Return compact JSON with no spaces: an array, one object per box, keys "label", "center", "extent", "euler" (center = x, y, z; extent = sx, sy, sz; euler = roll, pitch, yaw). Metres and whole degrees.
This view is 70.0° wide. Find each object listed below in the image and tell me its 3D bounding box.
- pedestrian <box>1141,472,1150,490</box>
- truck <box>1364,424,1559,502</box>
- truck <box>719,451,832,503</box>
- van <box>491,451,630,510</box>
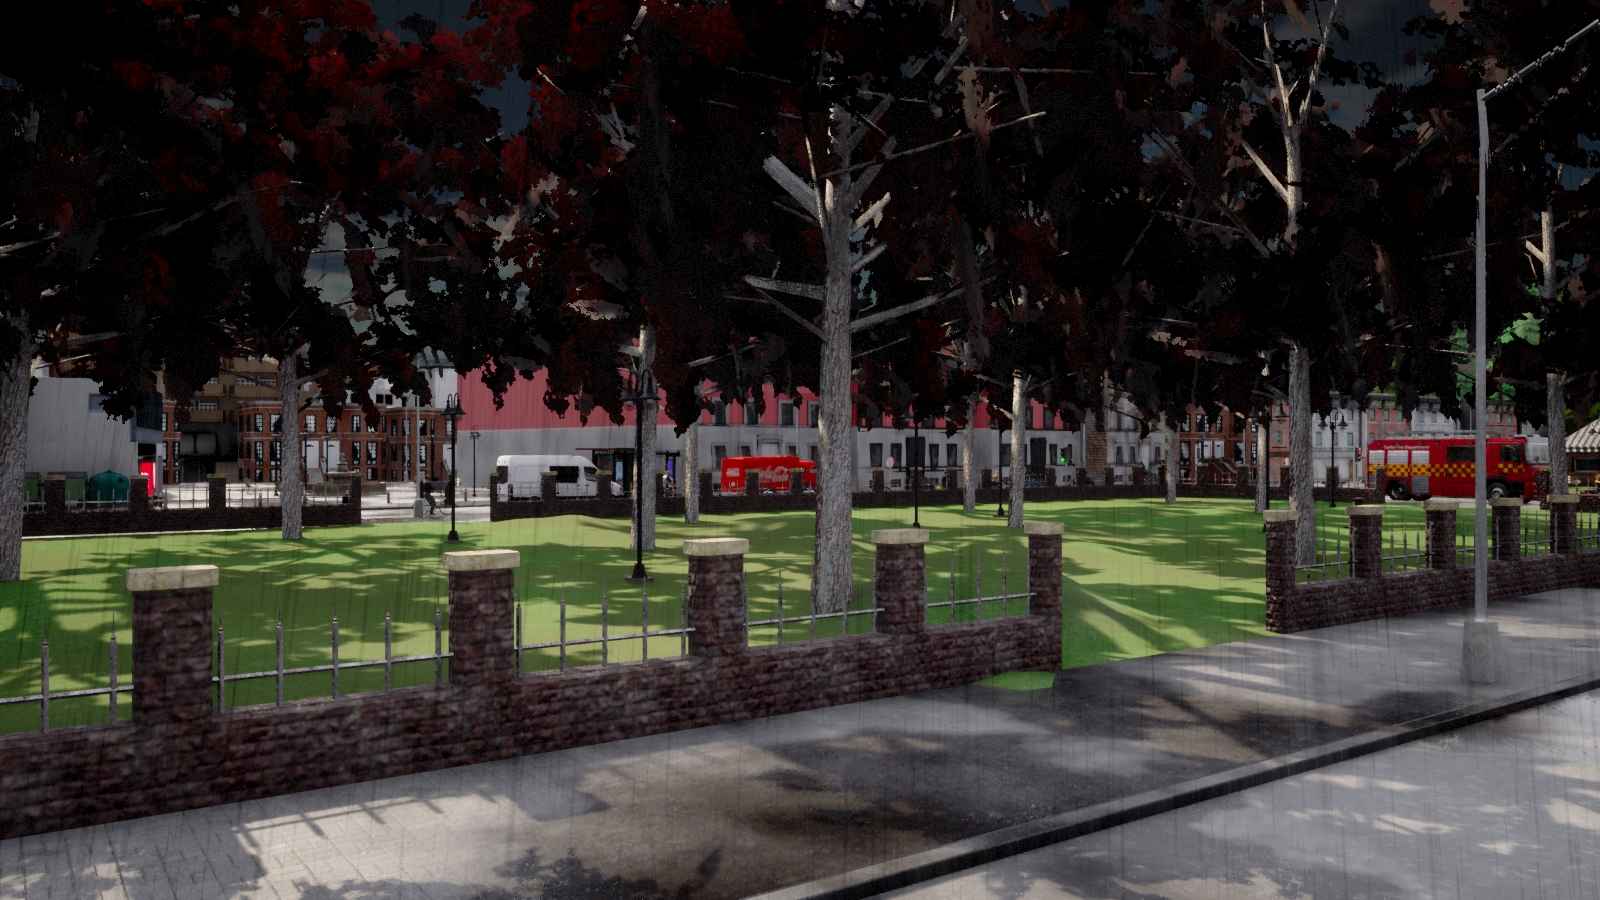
[{"label":"pedestrian","center":[21.029,1.883,69.478],"extent":[0.500,1.100,0.500],"euler":[0,0,17]},{"label":"truck","center":[34.631,0.645,60.204],"extent":[2.891,3.827,8.468],"euler":[0,0,-34]},{"label":"truck","center":[-1.234,1.348,58.833],"extent":[5.204,2.467,2.627],"euler":[-1,1,-35]},{"label":"van","center":[-10.854,1.306,52.106],"extent":[5.915,2.561,1.988],"euler":[0,0,-35]}]
